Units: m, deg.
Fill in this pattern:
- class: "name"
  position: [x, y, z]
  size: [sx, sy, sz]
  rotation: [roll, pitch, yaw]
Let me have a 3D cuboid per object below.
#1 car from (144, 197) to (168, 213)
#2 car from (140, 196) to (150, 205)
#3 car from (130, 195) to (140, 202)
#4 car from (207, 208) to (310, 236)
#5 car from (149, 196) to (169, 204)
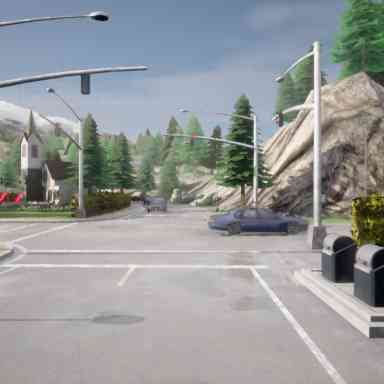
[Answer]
- class: "car"
  position: [-3.762, 1.564, 36.484]
  size: [1.994, 1.385, 4.181]
  rotation: [0, 0, -2]
- class: "car"
  position: [-7.012, 1.504, 56.091]
  size: [1.837, 1.490, 4.892]
  rotation: [0, 0, -19]
- class: "car"
  position: [-12.355, 1.433, 73.210]
  size: [5.008, 1.535, 1.882]
  rotation: [0, 0, 42]
- class: "car"
  position: [3.487, 1.547, 17.864]
  size: [5.357, 1.411, 2.033]
  rotation: [0, 0, -1]
- class: "car"
  position: [-6.488, 1.547, 64.656]
  size: [2.033, 1.411, 5.357]
  rotation: [0, 0, -27]
